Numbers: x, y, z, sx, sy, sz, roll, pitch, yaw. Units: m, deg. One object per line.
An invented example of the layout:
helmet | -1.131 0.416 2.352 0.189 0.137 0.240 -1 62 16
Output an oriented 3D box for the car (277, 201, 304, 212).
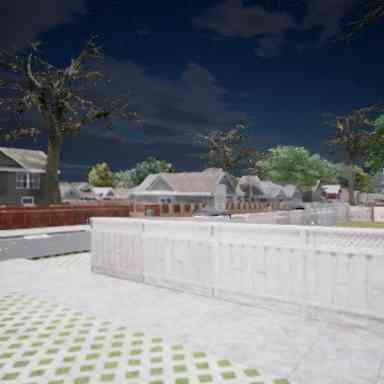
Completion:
car | 13.989 2.234 46.932 2.150 2.045 5.566 1 -1 36

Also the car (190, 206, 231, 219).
car | 1.748 2.069 30.435 2.128 1.511 4.902 0 -1 36
